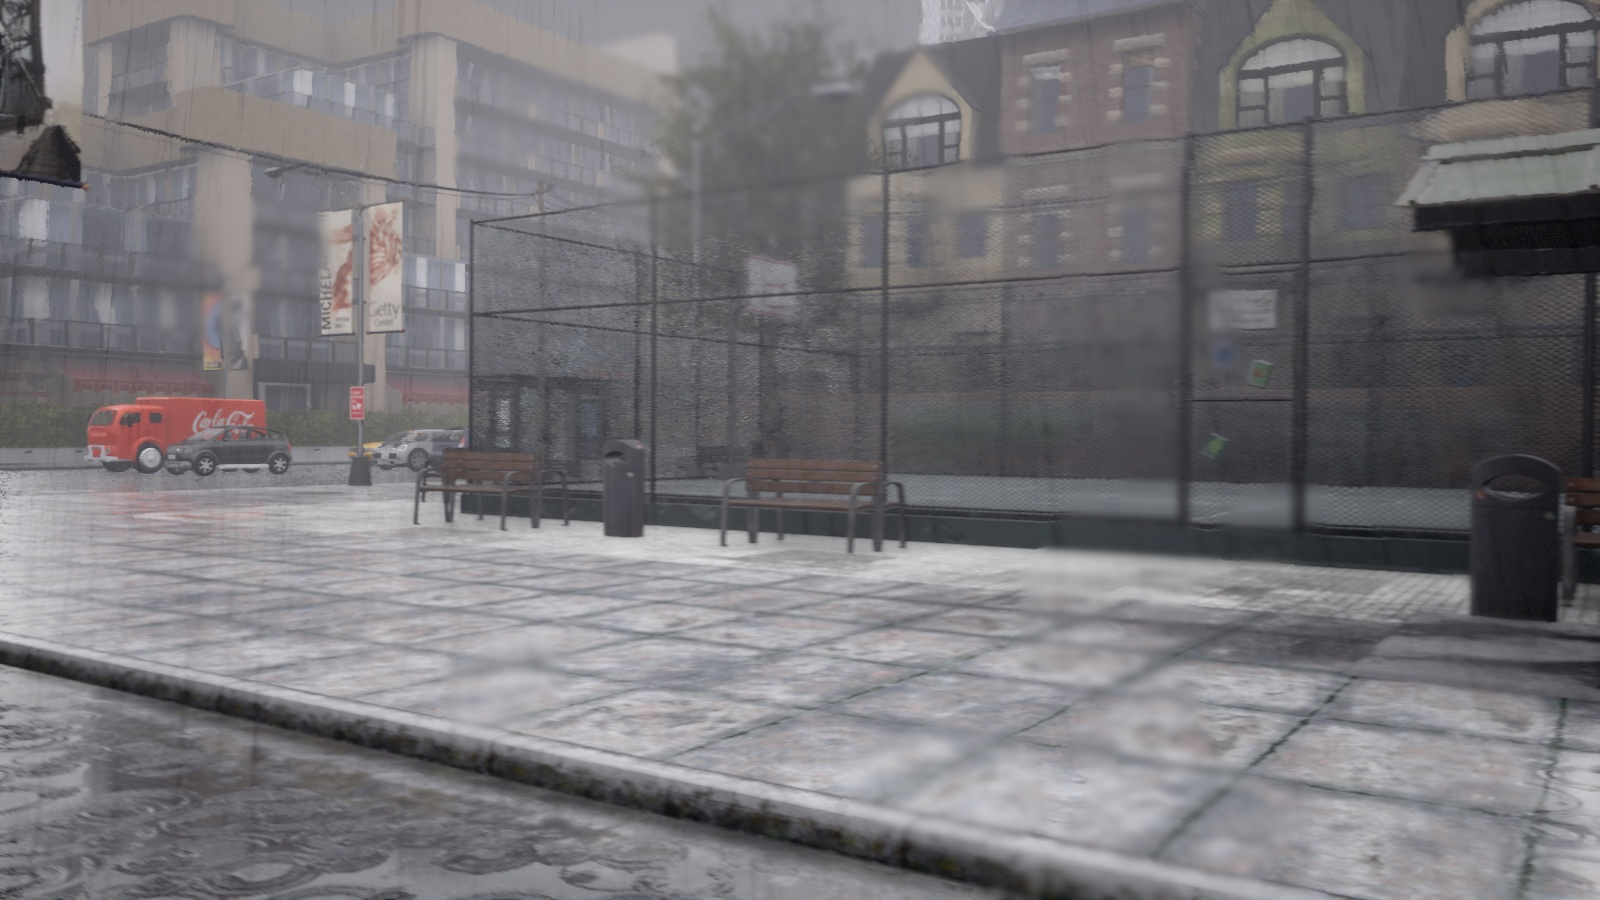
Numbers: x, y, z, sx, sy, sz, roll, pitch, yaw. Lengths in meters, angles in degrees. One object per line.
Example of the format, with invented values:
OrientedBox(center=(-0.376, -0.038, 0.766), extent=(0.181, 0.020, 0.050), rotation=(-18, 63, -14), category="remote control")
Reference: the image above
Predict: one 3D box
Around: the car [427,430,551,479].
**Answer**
OrientedBox(center=(-10.778, 0.131, 43.719), extent=(1.851, 1.617, 3.988), rotation=(0, 1, 33), category="car")

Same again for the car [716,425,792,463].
OrientedBox(center=(-2.270, -0.314, 63.186), extent=(1.905, 1.878, 3.866), rotation=(0, 1, 33), category="car")

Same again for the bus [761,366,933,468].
OrientedBox(center=(2.443, -1.468, 58.714), extent=(3.944, 4.253, 10.273), rotation=(-2, 0, 27), category="bus")

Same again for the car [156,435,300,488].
OrientedBox(center=(-17.846, 0.336, 39.308), extent=(1.789, 1.549, 3.705), rotation=(0, 1, 33), category="car")

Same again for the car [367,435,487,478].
OrientedBox(center=(-13.572, 0.195, 45.841), extent=(1.970, 1.475, 3.806), rotation=(0, 1, 33), category="car")

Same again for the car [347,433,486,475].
OrientedBox(center=(-15.130, 0.129, 49.857), extent=(1.801, 1.575, 5.366), rotation=(0, 1, 33), category="car")

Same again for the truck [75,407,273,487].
OrientedBox(center=(-20.584, -0.136, 41.502), extent=(2.627, 2.467, 5.204), rotation=(0, 1, 33), category="truck")
